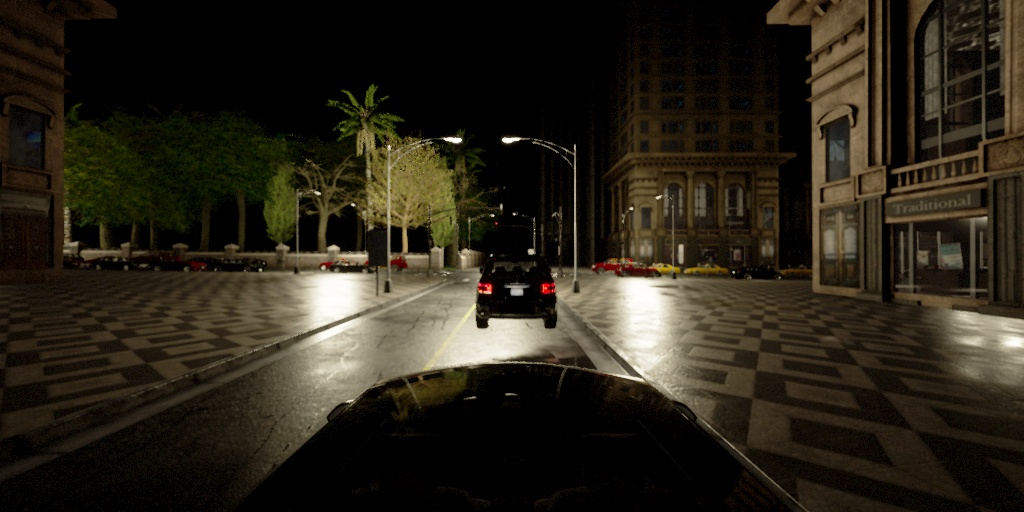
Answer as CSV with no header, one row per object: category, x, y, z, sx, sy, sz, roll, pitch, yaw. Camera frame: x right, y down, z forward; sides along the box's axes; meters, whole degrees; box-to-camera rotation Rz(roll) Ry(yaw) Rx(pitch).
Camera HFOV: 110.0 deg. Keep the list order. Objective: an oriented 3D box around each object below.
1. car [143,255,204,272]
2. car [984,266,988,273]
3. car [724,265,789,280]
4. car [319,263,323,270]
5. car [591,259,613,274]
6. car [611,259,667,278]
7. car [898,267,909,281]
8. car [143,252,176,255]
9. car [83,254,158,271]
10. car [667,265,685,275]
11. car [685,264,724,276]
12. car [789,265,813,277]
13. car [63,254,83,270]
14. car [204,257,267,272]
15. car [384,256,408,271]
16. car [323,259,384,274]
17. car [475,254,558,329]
car,-31.519,0.811,33.979,4.507,1.381,1.888,0,0,0
car,45.131,1.763,33.662,4.097,1.591,1.967,0,0,0
car,22.970,1.610,33.754,4.313,1.339,1.948,0,0,0
car,-20.447,1.014,42.459,4.507,1.381,1.888,0,0,0
car,11.916,1.247,42.325,5.009,1.841,2.192,0,0,0
car,11.890,1.336,33.799,4.097,1.591,1.967,0,0,0
car,34.050,1.752,33.708,4.313,1.339,1.948,0,0,0
car,-42.542,0.446,42.550,5.009,1.841,2.192,0,0,0
car,-37.043,0.732,34.002,4.403,1.370,2.007,0,0,0
car,17.286,1.533,42.303,4.829,1.417,1.751,0,0,0
car,22.827,1.606,42.280,4.829,1.417,1.751,0,0,0
car,33.908,1.749,42.234,4.829,1.417,1.751,0,0,0
car,-42.566,0.677,34.025,4.207,1.307,1.802,0,0,0
car,-25.994,0.916,33.956,4.313,1.339,1.948,0,0,0
car,-14.923,0.865,42.436,5.009,1.841,2.192,0,0,0
car,-14.947,1.064,33.910,4.403,1.370,2.007,0,0,0
car,0.114,0.958,11.304,2.150,2.045,5.566,0,0,0
